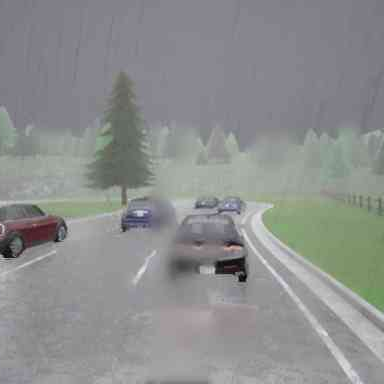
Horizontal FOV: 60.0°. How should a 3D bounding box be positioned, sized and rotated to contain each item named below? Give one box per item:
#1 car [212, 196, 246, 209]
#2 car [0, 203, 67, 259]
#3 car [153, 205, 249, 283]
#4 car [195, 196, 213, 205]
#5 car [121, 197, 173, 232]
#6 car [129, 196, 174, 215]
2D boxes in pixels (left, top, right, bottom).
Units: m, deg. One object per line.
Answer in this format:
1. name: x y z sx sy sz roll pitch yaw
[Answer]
1. car: 3.523 1.122 28.884 2.033 1.411 5.357 0 1 16
2. car: -6.356 1.175 11.998 2.097 1.767 4.553 0 1 4
3. car: 0.452 1.355 9.244 2.128 1.511 4.902 0 1 3
4. car: 1.767 1.053 34.751 1.994 1.385 4.181 0 1 18
5. car: -2.211 1.085 18.110 2.097 1.767 4.553 0 1 7
6. car: -3.484 1.112 29.746 2.033 1.411 5.357 0 1 16
